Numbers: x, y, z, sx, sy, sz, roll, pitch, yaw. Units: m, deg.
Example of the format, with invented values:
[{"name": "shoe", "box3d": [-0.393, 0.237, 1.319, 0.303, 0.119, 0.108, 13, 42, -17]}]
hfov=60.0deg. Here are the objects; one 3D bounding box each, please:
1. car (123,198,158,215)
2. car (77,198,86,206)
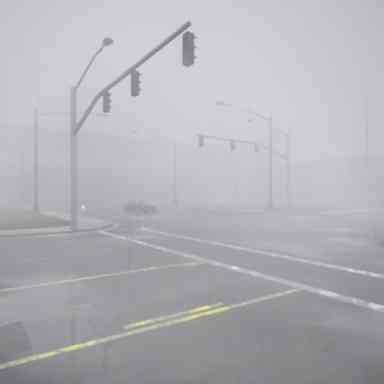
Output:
[{"name": "car", "box3d": [-5.241, 1.576, 33.580, 1.895, 1.301, 4.718, 0, 0, -35]}, {"name": "car", "box3d": [-18.749, 1.572, 55.319, 1.895, 1.301, 4.718, 0, 0, -15]}]
